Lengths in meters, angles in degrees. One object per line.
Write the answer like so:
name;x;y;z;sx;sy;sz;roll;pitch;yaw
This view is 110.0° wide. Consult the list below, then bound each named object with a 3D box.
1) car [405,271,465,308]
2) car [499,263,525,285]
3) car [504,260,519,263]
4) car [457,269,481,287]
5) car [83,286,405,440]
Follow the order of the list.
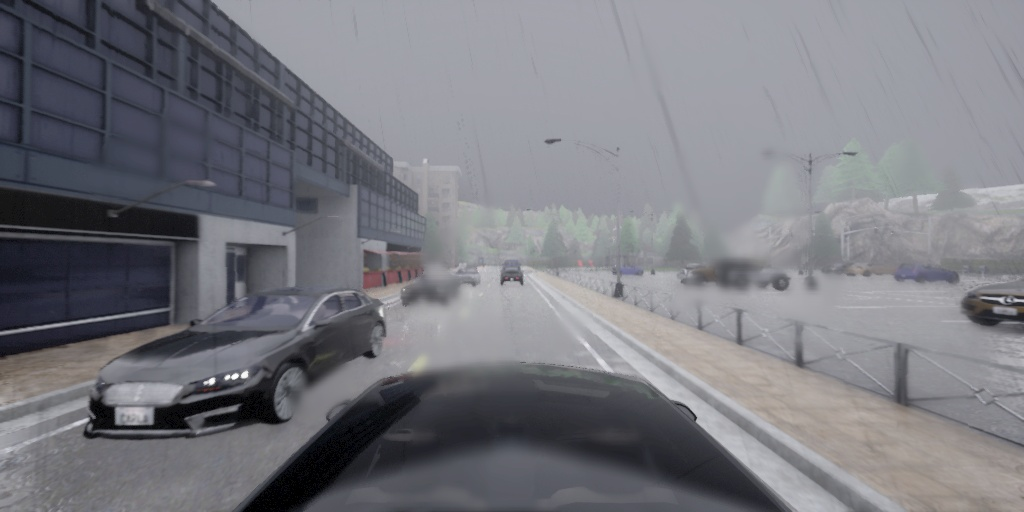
car;-3.559;1.527;16.564;1.895;1.301;4.718;0;-1;0
car;0.011;1.589;30.177;1.837;1.490;4.892;0;-1;0
car;-0.025;1.454;42.608;2.150;2.045;5.566;0;-1;0
car;-3.578;1.665;28.276;1.895;1.301;4.718;0;-1;0
car;-3.605;1.291;5.875;2.128;1.511;4.902;0;-1;0
